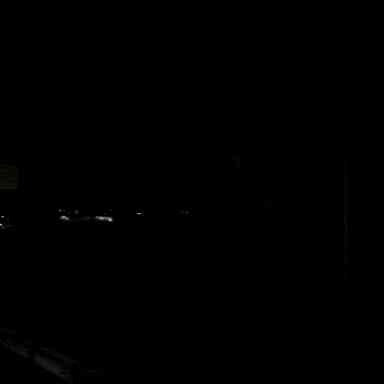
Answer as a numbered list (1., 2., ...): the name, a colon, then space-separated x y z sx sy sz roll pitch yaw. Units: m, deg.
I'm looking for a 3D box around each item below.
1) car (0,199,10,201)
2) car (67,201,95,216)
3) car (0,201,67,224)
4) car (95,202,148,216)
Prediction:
1. car: -15.985 1.338 25.645 2.097 1.767 4.553 0 0 39
2. car: -10.611 1.549 32.352 1.994 1.385 4.181 0 0 38
3. car: -12.027 1.552 24.984 1.994 1.385 4.181 0 0 39
4. car: -6.245 1.530 32.191 2.033 1.411 5.357 0 0 39
